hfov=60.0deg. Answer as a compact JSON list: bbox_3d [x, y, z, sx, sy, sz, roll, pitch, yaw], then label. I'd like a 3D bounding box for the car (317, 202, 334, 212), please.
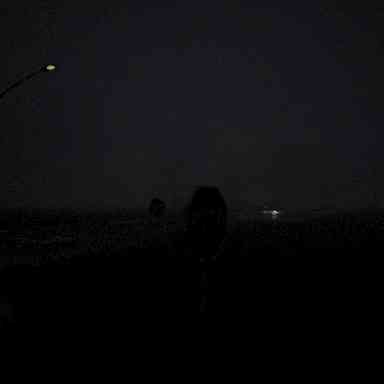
[{"bbox_3d":[22.104,2.456,54.956,1.812,1.442,4.674,0,-1,36],"label":"car"}]

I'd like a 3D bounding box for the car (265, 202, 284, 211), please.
[{"bbox_3d":[13.760,2.459,55.361,1.837,1.490,4.892,0,1,36],"label":"car"}]
